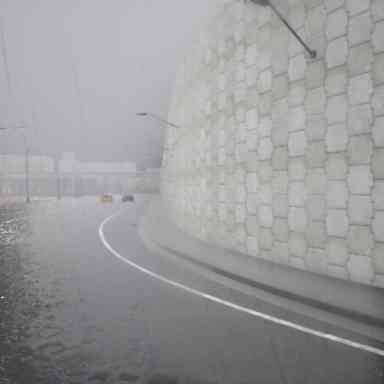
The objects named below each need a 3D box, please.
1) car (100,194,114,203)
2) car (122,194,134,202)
[{"bbox_3d":[-15.340,1.167,60.025,1.882,1.535,5.008,0,0,-6],"label":"car"},{"bbox_3d":[-12.066,1.144,62.387,2.128,1.511,4.902,0,0,-6],"label":"car"}]
